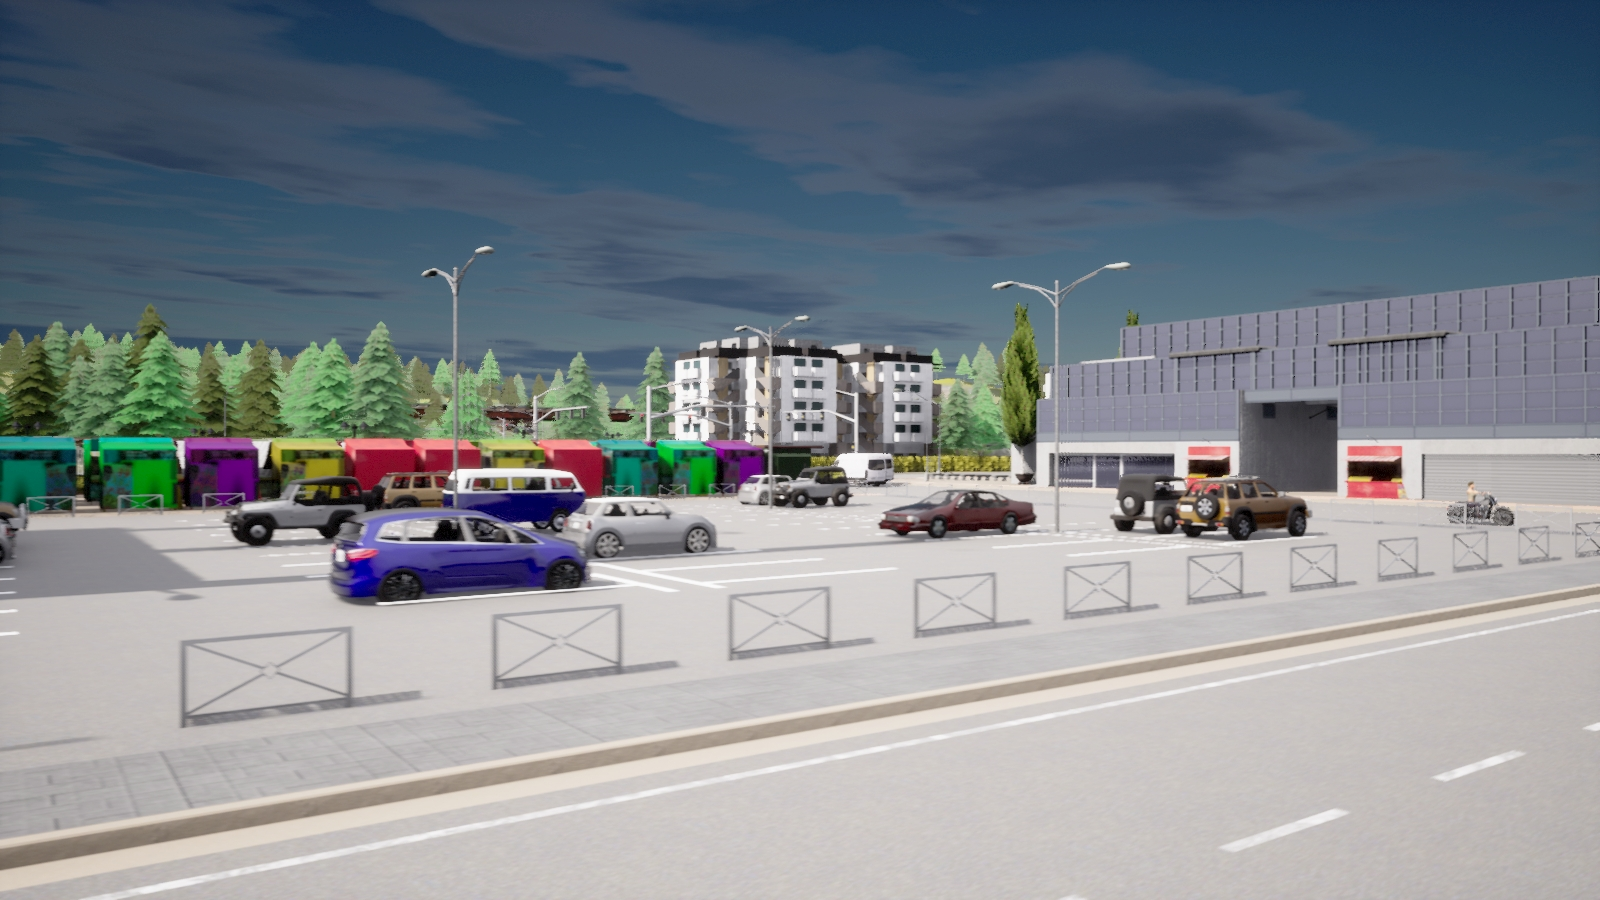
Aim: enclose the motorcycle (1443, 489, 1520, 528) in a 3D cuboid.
[{"bbox_3d":[25.355,2.156,42.545,0.764,1.307,2.356,0,0,-34],"label":"motorcycle"}]
